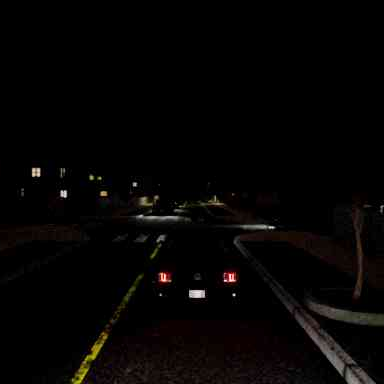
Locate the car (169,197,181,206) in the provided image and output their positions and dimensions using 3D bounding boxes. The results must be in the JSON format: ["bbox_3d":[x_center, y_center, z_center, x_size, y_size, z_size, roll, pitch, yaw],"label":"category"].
[{"bbox_3d":[-2.838,1.639,57.187,1.812,1.442,4.674,0,0,0],"label":"car"}]

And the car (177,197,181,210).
[{"bbox_3d":[-2.848,1.423,45.048,2.097,1.767,4.553,0,0,0],"label":"car"}]

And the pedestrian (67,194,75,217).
[{"bbox_3d":[-9.631,1.046,26.420,0.375,1.860,0.375,0,-2,0],"label":"pedestrian"}]

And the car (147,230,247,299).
[{"bbox_3d":[0.098,1.605,8.391,1.895,1.301,4.718,0,0,0],"label":"car"}]

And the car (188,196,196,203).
[{"bbox_3d":[-0.005,1.695,75.456,1.837,1.490,4.892,0,0,0],"label":"car"}]

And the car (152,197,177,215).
[{"bbox_3d":[-2.879,1.546,34.138,1.837,1.490,4.892,0,0,1],"label":"car"}]

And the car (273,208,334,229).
[{"bbox_3d":[7.911,1.814,23.499,4.181,1.385,1.994,1,-1,0],"label":"car"}]
